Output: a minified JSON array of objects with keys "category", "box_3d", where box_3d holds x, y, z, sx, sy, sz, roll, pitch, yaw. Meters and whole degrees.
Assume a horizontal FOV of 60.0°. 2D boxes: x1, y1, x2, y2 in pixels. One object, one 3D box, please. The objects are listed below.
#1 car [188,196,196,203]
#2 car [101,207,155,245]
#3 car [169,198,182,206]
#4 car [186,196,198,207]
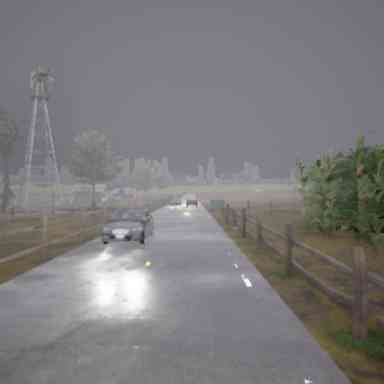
[{"category":"car","box_3d":[0.005,1.582,71.298,1.812,1.442,4.674,0,0,0]},{"category":"car","box_3d":[-2.849,1.495,15.635,2.128,1.511,4.902,0,0,0]},{"category":"car","box_3d":[-2.799,1.724,56.925,1.994,1.385,4.181,0,0,1]},{"category":"car","box_3d":[0.022,1.630,54.773,1.882,1.535,5.008,0,0,0]}]
